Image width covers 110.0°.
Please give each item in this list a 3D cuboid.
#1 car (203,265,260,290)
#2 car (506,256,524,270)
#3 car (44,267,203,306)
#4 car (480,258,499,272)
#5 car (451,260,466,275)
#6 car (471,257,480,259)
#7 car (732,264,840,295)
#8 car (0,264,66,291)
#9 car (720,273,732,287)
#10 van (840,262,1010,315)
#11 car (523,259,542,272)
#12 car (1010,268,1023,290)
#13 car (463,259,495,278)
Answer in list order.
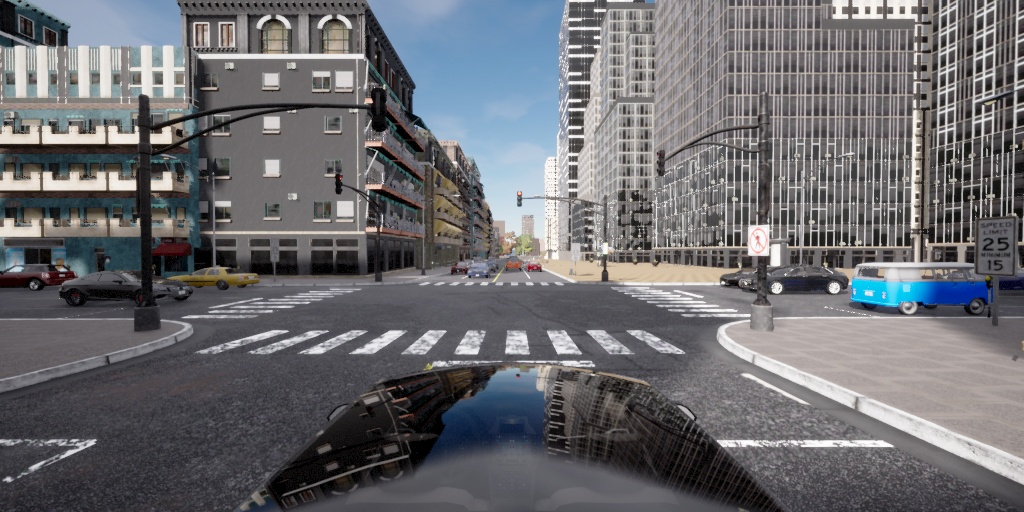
[{"bbox_3d":[-17.828,1.247,21.353,4.829,1.417,1.751,0,0,0],"label":"car"},{"bbox_3d":[0.240,1.098,53.072,2.097,1.767,4.553,0,0,0],"label":"car"},{"bbox_3d":[-16.651,1.332,15.551,4.674,1.442,1.812,0,1,0],"label":"car"},{"bbox_3d":[-2.980,1.309,43.985,1.994,1.385,4.181,0,0,0],"label":"car"},{"bbox_3d":[-5.586,1.290,39.402,1.888,1.381,4.507,0,0,0],"label":"car"},{"bbox_3d":[-5.570,1.185,45.051,1.967,1.591,4.097,0,0,0],"label":"car"},{"bbox_3d":[14.639,1.194,18.713,4.892,1.490,1.837,0,1,0],"label":"car"},{"bbox_3d":[-28.726,1.190,21.366,4.097,1.591,1.967,0,0,0],"label":"car"},{"bbox_3d":[14.730,1.216,21.315,4.313,1.339,1.948,0,0,0],"label":"car"},{"bbox_3d":[14.720,1.117,12.935,3.998,1.789,1.690,0,0,0],"label":"van"},{"bbox_3d":[2.777,1.290,45.085,1.888,1.381,4.507,0,0,0],"label":"car"},{"bbox_3d":[24.711,1.196,18.700,4.674,1.442,1.812,0,1,0],"label":"car"},{"bbox_3d":[-3.010,1.293,33.951,2.033,1.411,5.357,0,0,0],"label":"car"}]
